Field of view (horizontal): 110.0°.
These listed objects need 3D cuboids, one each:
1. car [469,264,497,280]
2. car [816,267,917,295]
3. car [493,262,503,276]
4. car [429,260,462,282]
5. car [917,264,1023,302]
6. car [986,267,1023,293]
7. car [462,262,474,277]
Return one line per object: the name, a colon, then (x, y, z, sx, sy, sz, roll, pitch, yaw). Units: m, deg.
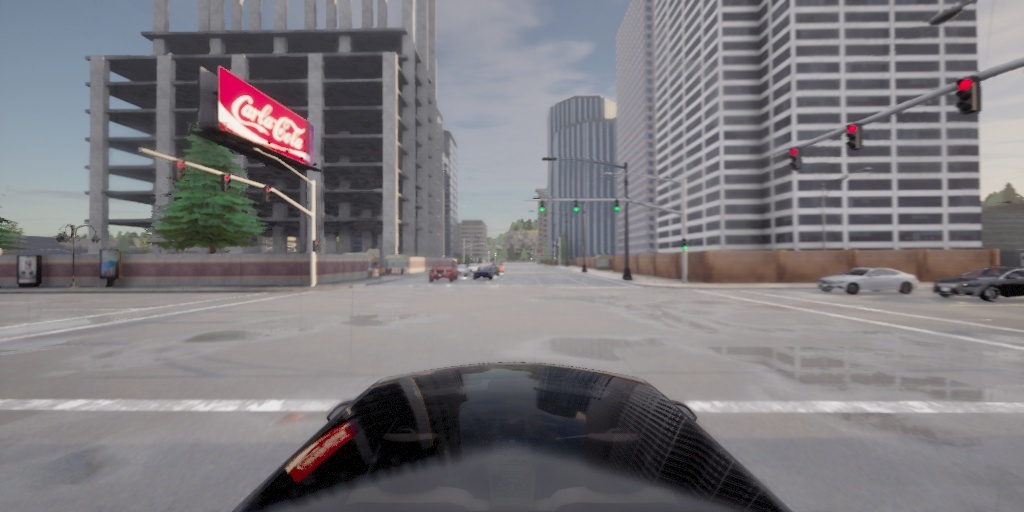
car: (-2.861, 1.768, 36.701, 1.895, 1.301, 4.718, 0, -1, 1)
car: (19.792, 1.356, 20.031, 4.674, 1.442, 1.812, 0, -1, 0)
car: (-2.643, 1.843, 46.623, 1.994, 1.385, 4.181, 0, -1, 1)
car: (-6.445, 1.386, 34.359, 2.150, 2.045, 5.566, 0, -1, -2)
car: (22.453, 1.264, 16.511, 4.902, 1.511, 2.128, 0, -1, 1)
car: (30.374, 1.307, 19.887, 5.357, 1.411, 2.033, 0, -1, 1)
car: (-6.204, 1.799, 44.030, 1.812, 1.442, 4.674, 0, -1, 1)
